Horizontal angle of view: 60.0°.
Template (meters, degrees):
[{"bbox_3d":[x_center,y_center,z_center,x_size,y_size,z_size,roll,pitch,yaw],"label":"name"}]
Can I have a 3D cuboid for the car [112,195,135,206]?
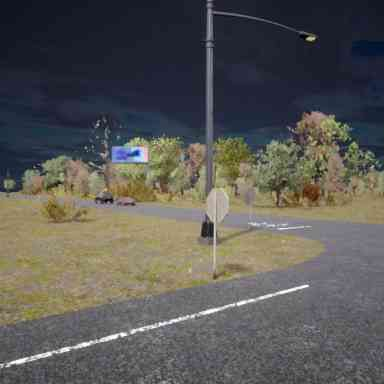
[{"bbox_3d":[-10.591,1.472,52.654,1.994,1.385,4.181,0,0,-33],"label":"car"}]

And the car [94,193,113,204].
[{"bbox_3d":[-16.147,1.111,60.985,2.150,2.045,5.566,0,0,-34],"label":"car"}]
